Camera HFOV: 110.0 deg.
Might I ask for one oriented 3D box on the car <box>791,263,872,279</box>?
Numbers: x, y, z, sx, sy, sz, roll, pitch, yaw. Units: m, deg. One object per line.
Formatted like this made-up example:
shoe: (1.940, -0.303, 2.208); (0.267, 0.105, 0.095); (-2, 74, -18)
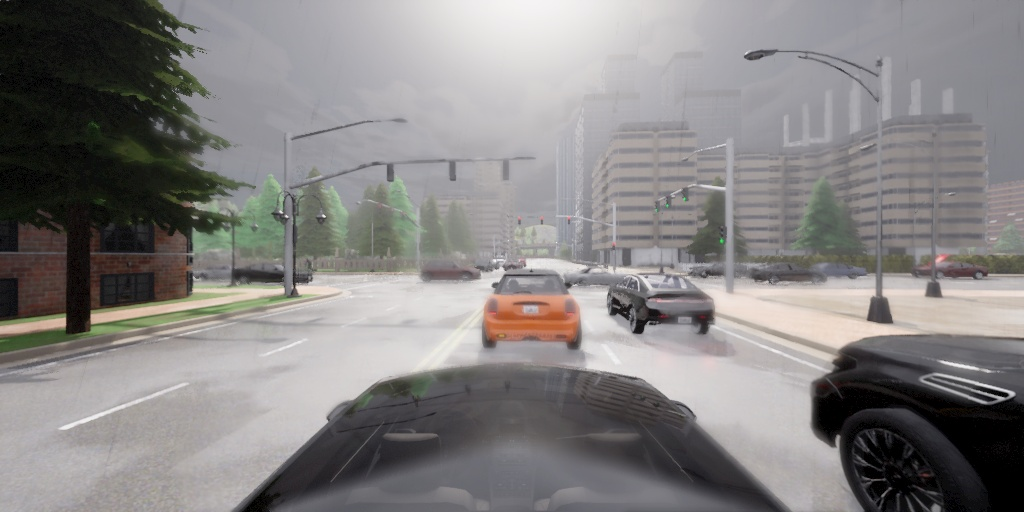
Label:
car: (28.840, 1.328, 32.537); (5.357, 1.411, 2.033); (0, 0, 4)

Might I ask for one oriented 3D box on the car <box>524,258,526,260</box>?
car: (0.762, 1.367, 58.636); (1.994, 1.385, 4.181); (0, 0, 5)

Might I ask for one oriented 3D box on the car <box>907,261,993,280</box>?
car: (38.743, 1.259, 31.819); (5.008, 1.535, 1.882); (0, 0, 4)

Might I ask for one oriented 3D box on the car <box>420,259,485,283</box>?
car: (-4.696, 1.125, 27.723); (4.553, 1.767, 2.097); (0, 0, 4)

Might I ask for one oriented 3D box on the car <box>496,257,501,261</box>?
car: (-3.042, 1.291, 54.786); (2.128, 1.511, 4.902); (0, 0, 4)

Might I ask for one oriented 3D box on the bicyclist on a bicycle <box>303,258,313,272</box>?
bicyclist on a bicycle: (-22.771, 1.085, 40.031); (0.582, 1.620, 1.656); (0, 0, 4)

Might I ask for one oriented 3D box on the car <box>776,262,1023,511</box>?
car: (3.708, 0.971, 0.744); (2.150, 2.045, 5.566); (0, 0, 0)

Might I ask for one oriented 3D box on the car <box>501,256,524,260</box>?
car: (0.120, 1.147, 50.040); (2.097, 1.767, 4.553); (0, 0, 4)

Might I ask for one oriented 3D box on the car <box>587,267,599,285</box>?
car: (5.838, 1.372, 23.458); (4.718, 1.301, 1.895); (0, 0, 4)

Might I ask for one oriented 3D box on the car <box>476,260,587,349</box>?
car: (0.514, 1.109, 9.352); (2.097, 1.767, 4.553); (0, 0, 3)

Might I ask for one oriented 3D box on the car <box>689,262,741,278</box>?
car: (18.992, 1.272, 33.243); (4.902, 1.511, 2.128); (0, 0, 4)

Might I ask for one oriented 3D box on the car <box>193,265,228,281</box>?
car: (-22.801, 1.375, 29.030); (4.718, 1.301, 1.895); (0, 0, 4)

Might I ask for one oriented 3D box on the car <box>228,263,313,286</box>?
car: (-16.550, 1.248, 25.066); (5.008, 1.535, 1.882); (0, 0, 4)

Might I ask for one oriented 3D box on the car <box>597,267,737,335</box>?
car: (4.089, 1.250, 10.581); (2.128, 1.511, 4.902); (0, 0, 4)

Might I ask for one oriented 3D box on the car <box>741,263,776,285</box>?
car: (19.859, 1.279, 25.962); (4.892, 1.490, 1.837); (0, 0, 4)

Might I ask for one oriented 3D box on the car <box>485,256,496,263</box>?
car: (-3.773, 1.143, 45.867); (2.097, 1.767, 4.553); (0, 0, 6)
